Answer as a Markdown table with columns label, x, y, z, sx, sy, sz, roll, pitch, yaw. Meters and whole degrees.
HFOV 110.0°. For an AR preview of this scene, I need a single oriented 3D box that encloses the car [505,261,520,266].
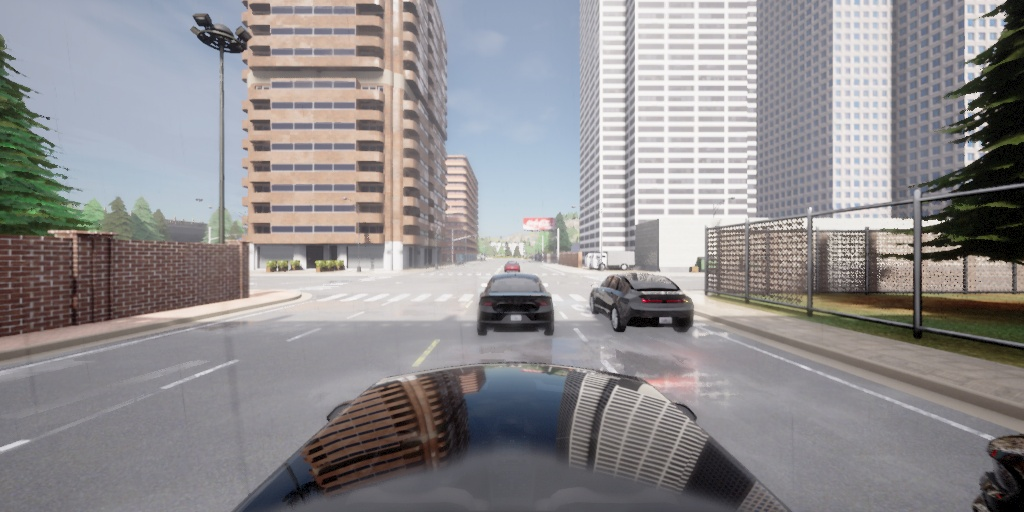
| label | x | y | z | sx | sy | sz | roll | pitch | yaw |
| --- | --- | --- | --- | --- | --- | --- | --- | --- | --- |
| car | 0.029 | 1.297 | 45.062 | 1.994 | 1.385 | 4.181 | 0 | 0 | -1 |

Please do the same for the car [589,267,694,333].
| label | x | y | z | sx | sy | sz | roll | pitch | yaw |
| --- | --- | --- | --- | --- | --- | --- | --- | --- | --- |
| car | 3.622 | 1.251 | 10.775 | 1.837 | 1.490 | 4.892 | 0 | 0 | 1 |

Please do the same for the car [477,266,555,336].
| label | x | y | z | sx | sy | sz | roll | pitch | yaw |
| --- | --- | --- | --- | --- | --- | --- | --- | --- | --- |
| car | 0.087 | 1.224 | 10.452 | 1.882 | 1.535 | 5.008 | 0 | 0 | 0 |

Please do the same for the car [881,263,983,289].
| label | x | y | z | sx | sy | sz | roll | pitch | yaw |
| --- | --- | --- | --- | --- | --- | --- | --- | --- | --- |
| car | 25.483 | 1.178 | 21.824 | 4.902 | 1.511 | 2.128 | 0 | 0 | 0 |
